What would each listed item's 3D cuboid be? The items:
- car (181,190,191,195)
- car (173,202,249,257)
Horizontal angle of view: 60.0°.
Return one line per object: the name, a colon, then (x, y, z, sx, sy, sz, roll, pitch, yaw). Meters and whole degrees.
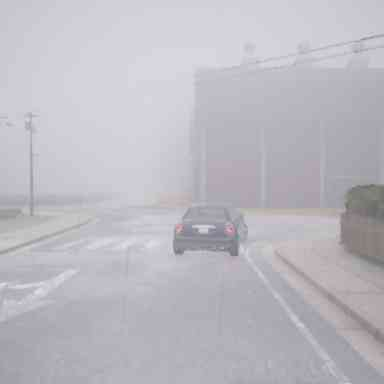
car: (-1.683, 0.144, 86.814, 1.895, 1.301, 4.718, 0, 1, -14)
car: (0.814, 1.143, 12.272, 2.097, 1.767, 4.553, 0, 2, 13)
